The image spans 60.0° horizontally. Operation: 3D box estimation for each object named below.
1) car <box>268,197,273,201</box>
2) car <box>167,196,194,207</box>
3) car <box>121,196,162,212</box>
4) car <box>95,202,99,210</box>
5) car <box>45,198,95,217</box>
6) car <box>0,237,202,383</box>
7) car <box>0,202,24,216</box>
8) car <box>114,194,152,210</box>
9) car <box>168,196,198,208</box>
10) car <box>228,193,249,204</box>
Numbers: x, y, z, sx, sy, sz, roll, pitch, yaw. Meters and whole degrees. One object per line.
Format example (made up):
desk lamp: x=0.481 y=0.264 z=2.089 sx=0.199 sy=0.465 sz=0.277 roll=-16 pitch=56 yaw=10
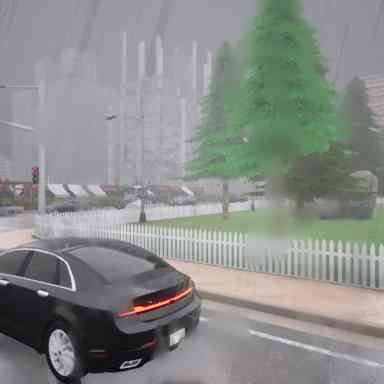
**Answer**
car: x=14.956 y=1.564 z=59.811 sx=1.994 sy=1.385 sz=4.181 roll=0 pitch=0 yaw=34
car: x=-1.864 y=1.505 z=53.879 sx=1.837 sy=1.490 sz=4.892 roll=0 pitch=0 yaw=34
car: x=-5.134 y=1.526 z=36.139 sx=1.812 sy=1.442 sz=4.674 roll=0 pitch=0 yaw=34
car: x=-12.862 y=1.478 z=37.551 sx=1.882 sy=1.535 sz=5.008 roll=0 pitch=0 yaw=34
car: x=-12.302 y=1.491 z=32.104 sx=2.128 sy=1.511 sz=4.902 roll=0 pitch=0 yaw=34
car: x=-2.143 y=1.505 z=5.454 sx=4.892 sy=1.490 sz=1.837 roll=0 pitch=0 yaw=36
car: x=-17.996 y=1.601 z=30.017 sx=1.895 sy=1.301 sz=4.718 roll=0 pitch=0 yaw=36
car: x=-6.832 y=1.221 z=40.253 sx=2.150 sy=2.045 sz=5.566 roll=0 pitch=0 yaw=34
car: x=-1.130 y=1.352 z=48.717 sx=2.097 sy=1.767 sz=4.553 roll=0 pitch=0 yaw=34
car: x=7.451 y=1.221 z=54.906 sx=2.150 sy=2.045 sz=5.566 roll=0 pitch=0 yaw=34
